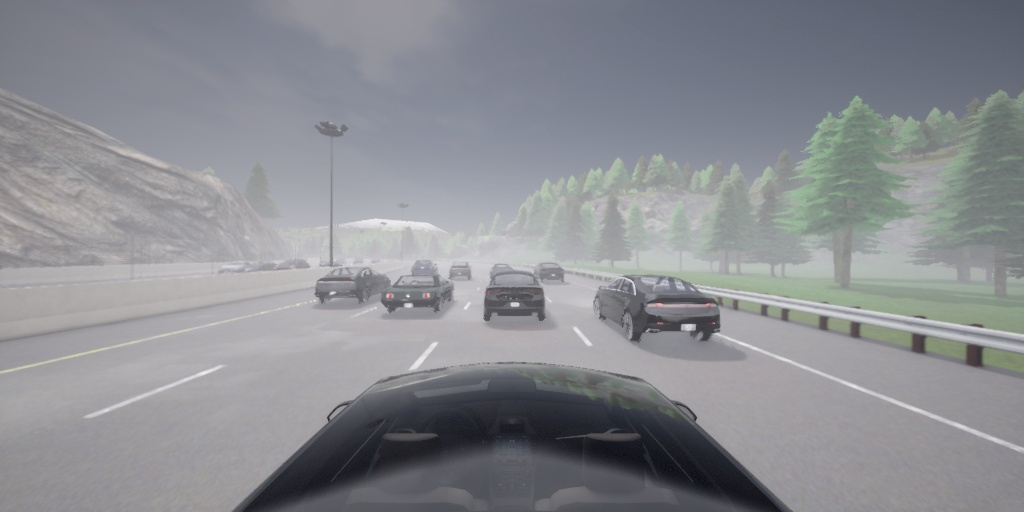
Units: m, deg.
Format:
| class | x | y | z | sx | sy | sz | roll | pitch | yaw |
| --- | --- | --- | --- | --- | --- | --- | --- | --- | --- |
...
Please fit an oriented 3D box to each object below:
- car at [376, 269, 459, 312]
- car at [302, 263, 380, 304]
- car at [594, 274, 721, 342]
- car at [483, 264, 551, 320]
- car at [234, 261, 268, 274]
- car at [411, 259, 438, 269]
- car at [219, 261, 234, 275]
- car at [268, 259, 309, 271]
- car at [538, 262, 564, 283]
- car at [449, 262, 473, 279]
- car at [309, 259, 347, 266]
| class | x | y | z | sx | sy | sz | roll | pitch | yaw |
| --- | --- | --- | --- | --- | --- | --- | --- | --- | --- |
| car | -3.476 | 1.353 | 14.128 | 1.895 | 1.301 | 4.718 | 0 | 0 | -1 |
| car | -7.040 | 1.244 | 16.365 | 2.128 | 1.511 | 4.902 | 0 | 0 | -2 |
| car | 3.581 | 1.243 | 9.735 | 2.128 | 1.511 | 4.902 | 0 | 0 | 0 |
| car | 0.048 | 1.230 | 12.677 | 1.882 | 1.535 | 5.008 | 0 | 0 | -1 |
| car | -26.666 | 1.247 | 38.158 | 2.128 | 1.511 | 4.902 | 0 | 0 | -8 |
| car | -8.383 | 1.108 | 34.602 | 2.097 | 1.767 | 4.553 | 0 | 0 | -7 |
| car | -30.489 | 1.281 | 40.056 | 1.812 | 1.442 | 4.674 | 0 | 0 | -9 |
| car | -23.086 | 1.107 | 37.802 | 2.097 | 1.767 | 4.553 | 0 | 0 | -8 |
| car | 2.797 | 1.233 | 28.402 | 1.882 | 1.535 | 5.008 | 0 | 0 | -4 |
| car | -4.564 | 1.247 | 31.992 | 2.128 | 1.511 | 4.902 | 0 | 0 | -6 |
| car | -19.681 | 1.320 | 38.692 | 1.994 | 1.385 | 4.181 | 0 | 0 | -8 |
